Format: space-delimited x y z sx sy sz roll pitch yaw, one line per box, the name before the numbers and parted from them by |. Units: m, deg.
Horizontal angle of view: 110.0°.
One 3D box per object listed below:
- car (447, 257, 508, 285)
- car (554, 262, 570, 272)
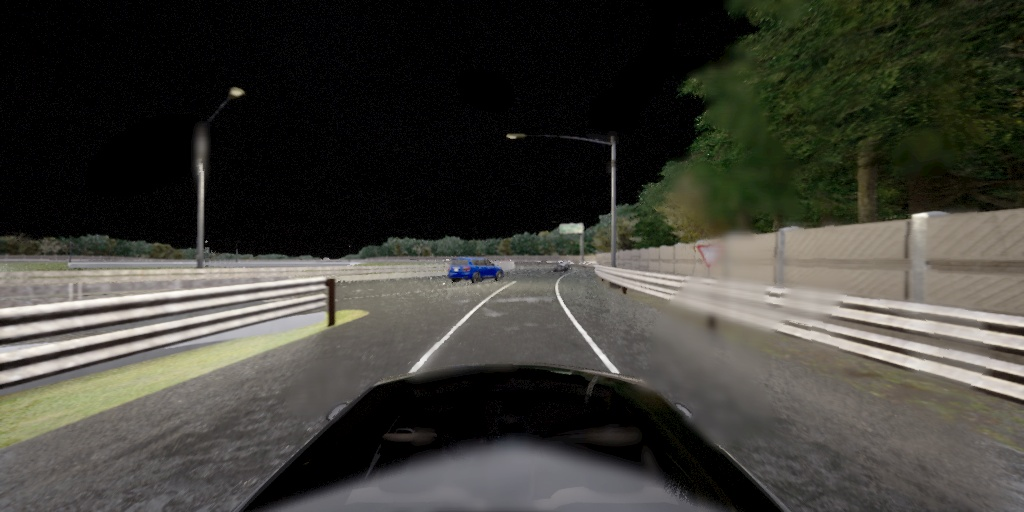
car | -2.830 1.142 28.785 2.150 2.045 5.566 0 0 29
car | 7.498 1.671 54.285 1.812 1.442 4.674 0 0 15
